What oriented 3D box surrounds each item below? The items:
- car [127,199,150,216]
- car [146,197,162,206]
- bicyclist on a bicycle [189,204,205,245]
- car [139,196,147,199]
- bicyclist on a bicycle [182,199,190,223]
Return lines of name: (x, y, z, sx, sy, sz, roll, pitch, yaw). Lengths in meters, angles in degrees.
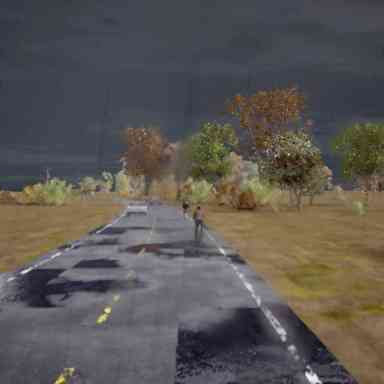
car: (-5.291, 1.599, 32.345, 1.895, 1.301, 4.718, 0, 0, -7)
car: (-6.272, 1.526, 56.454, 1.812, 1.442, 4.674, 0, 0, -12)
bicyclist on a bicycle: (0.311, 1.446, 14.612, 0.582, 1.620, 1.656, 0, 0, -3)
car: (-10.607, 1.606, 73.145, 1.895, 1.301, 4.718, 0, 0, -17)
bicyclist on a bicycle: (-0.447, 1.362, 24.321, 0.659, 1.776, 1.843, 0, 0, -6)
